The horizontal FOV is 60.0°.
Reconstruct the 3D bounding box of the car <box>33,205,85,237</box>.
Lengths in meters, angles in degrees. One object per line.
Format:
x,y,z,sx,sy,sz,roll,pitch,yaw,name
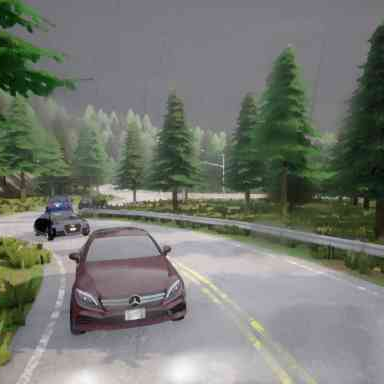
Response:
-7.027,1.664,17.750,1.994,1.385,4.181,-4,2,-38,car

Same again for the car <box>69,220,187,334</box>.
-1.511,1.523,7.043,1.812,1.442,4.674,-2,0,-17,car

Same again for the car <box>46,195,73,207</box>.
-12.812,1.326,32.218,2.150,2.045,5.566,-1,0,-18,car

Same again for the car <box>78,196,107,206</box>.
-12.652,1.289,42.802,2.097,1.767,4.553,2,2,13,car
